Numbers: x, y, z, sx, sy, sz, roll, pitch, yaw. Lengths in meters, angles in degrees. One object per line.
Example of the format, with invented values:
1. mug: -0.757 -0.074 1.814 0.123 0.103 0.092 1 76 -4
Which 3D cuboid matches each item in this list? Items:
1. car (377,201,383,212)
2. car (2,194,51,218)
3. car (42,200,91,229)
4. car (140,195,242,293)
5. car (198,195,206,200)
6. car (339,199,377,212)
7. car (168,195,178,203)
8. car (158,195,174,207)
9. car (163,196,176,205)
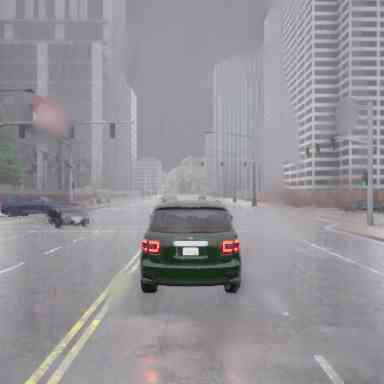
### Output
1. car: 22.132 1.478 33.894 5.008 1.535 1.882 0 0 -1
2. car: -13.885 1.224 29.692 5.566 2.045 2.150 0 0 -1
3. car: -8.105 1.491 21.849 2.128 1.511 4.902 1 -1 -33
4. car: -0.021 1.221 8.991 2.150 2.045 5.566 0 0 0
5. car: 2.731 1.500 90.601 1.837 1.490 4.892 0 0 0
6. car: 19.463 1.547 37.359 5.357 1.411 2.033 0 0 -1
7. car: -4.110 1.500 72.176 1.837 1.490 4.892 0 0 0
8. car: -4.030 1.352 52.249 2.097 1.767 4.553 0 0 0
9. car: -4.086 1.547 61.872 2.033 1.411 5.357 0 0 0
